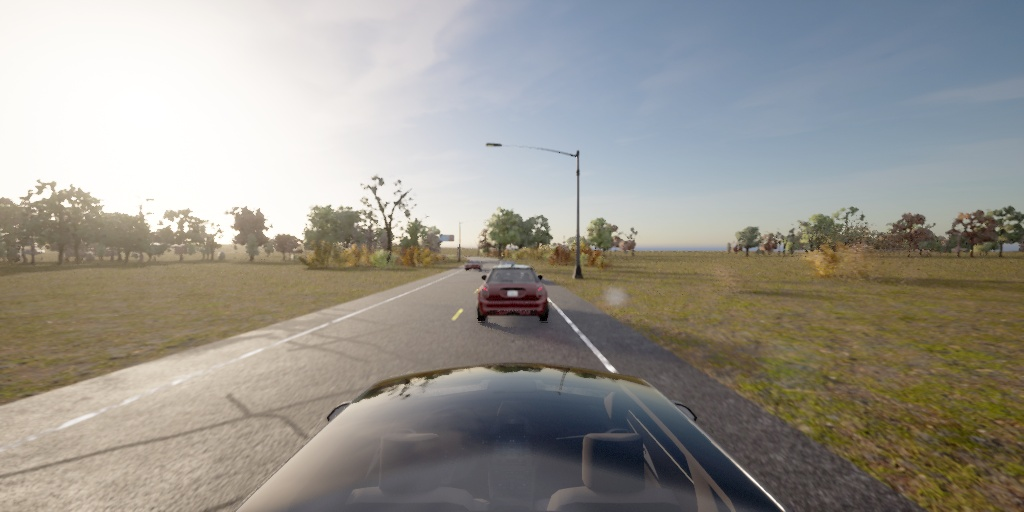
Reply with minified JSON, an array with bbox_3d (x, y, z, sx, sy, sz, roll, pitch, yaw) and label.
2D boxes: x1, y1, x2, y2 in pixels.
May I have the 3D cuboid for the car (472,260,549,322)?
[{"bbox_3d":[0.004,1.048,12.153,2.097,1.767,4.553,0,0,0],"label":"car"}]

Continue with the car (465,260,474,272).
[{"bbox_3d":[-4.468,1.137,42.037,1.895,1.301,4.718,0,0,-2],"label":"car"}]

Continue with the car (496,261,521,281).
[{"bbox_3d":[-0.330,1.131,28.826,1.812,1.442,4.674,0,0,-2],"label":"car"}]
